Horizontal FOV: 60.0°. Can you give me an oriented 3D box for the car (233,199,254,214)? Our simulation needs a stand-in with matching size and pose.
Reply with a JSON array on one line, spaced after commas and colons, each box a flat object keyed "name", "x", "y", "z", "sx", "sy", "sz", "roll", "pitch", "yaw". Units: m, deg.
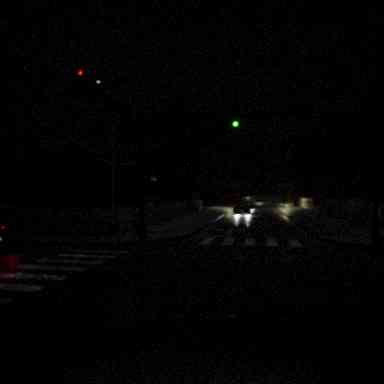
[{"name": "car", "x": 5.944, "y": 1.894, "z": 39.150, "sx": 1.994, "sy": 1.385, "sz": 4.181, "roll": -1, "pitch": -1, "yaw": 11}]

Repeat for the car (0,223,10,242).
[{"name": "car", "x": -10.072, "y": 1.687, "z": 13.633, "sx": 4.902, "sy": 1.511, "sz": 2.128, "roll": 0, "pitch": -1, "yaw": 8}]

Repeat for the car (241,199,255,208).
[{"name": "car", "x": 9.627, "y": 1.956, "z": 57.159, "sx": 2.128, "sy": 1.511, "sz": 4.902, "roll": -1, "pitch": 0, "yaw": 13}]
